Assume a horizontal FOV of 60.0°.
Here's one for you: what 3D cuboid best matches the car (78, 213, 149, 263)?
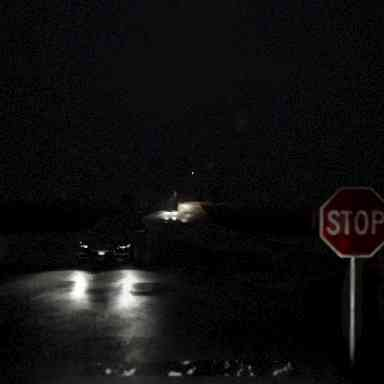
[{"bbox_3d":[-2.765,1.616,12.584,1.837,1.490,4.892,1,0,0],"label":"car"}]

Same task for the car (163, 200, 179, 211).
[{"bbox_3d":[-2.855,1.815,45.315,2.128,1.511,4.902,0,0,0],"label":"car"}]
